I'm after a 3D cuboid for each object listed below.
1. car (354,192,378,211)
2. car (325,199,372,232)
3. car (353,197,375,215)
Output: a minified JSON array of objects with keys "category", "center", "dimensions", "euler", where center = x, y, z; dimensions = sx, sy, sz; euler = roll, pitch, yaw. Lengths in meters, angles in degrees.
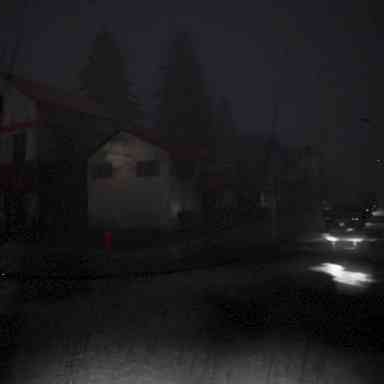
[{"category":"car","center":[19.441,1.035,37.217],"dimensions":[2.150,2.045,5.566],"euler":[-1,0,31]},{"category":"car","center":[9.087,1.418,19.581],"dimensions":[2.128,1.511,4.902],"euler":[-1,0,30]},{"category":"car","center":[14.150,1.397,28.210],"dimensions":[1.812,1.442,4.674],"euler":[-1,0,30]}]
